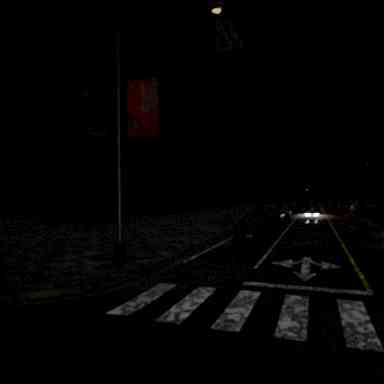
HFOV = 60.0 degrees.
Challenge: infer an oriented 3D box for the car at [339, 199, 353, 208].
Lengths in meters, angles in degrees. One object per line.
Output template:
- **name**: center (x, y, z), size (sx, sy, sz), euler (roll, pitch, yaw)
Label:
- **car**: center (28.431, 2.154, 61.323), size (1.967, 1.590, 4.097), euler (-1, -1, 20)

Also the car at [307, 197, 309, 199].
- **car**: center (27.933, 2.522, 84.644), size (1.967, 1.590, 4.097), euler (-1, -1, 20)

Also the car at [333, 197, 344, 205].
- **car**: center (35.926, 2.286, 81.688), size (2.192, 1.841, 5.009), euler (-1, -1, 20)

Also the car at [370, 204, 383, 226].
- **car**: center (15.315, 1.863, 25.685), size (1.802, 1.307, 4.206), euler (-1, -1, 20)

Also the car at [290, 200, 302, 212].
- **car**: center (14.814, 2.218, 49.001), size (1.802, 1.307, 4.206), euler (-1, -1, 20)

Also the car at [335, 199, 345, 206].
- **car**: center (34.113, 2.434, 76.753), size (1.752, 1.417, 4.829), euler (-1, -1, 20)

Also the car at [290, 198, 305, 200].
- **car**: center (16.685, 2.013, 54.096), size (2.192, 1.841, 5.009), euler (-1, -1, 20)

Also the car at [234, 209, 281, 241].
- **car**: center (3.568, 1.839, 18.451), size (1.947, 1.339, 4.313), euler (-1, -1, 20)

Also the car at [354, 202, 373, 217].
- **car**: center (19.062, 1.946, 35.868), size (1.887, 1.381, 4.507), euler (-1, -1, 20)

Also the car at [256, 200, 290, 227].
- **car**: center (5.439, 1.648, 23.546), size (2.192, 1.841, 5.009), euler (-1, -1, 20)

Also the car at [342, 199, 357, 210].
- **car**: center (26.557, 2.090, 56.232), size (1.967, 1.590, 4.097), euler (-1, -1, 20)

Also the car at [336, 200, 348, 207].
- **car**: center (32.180, 2.393, 71.502), size (2.008, 1.369, 4.403), euler (-1, -1, 20)

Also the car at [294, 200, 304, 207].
- **car**: center (22.311, 2.434, 69.367), size (1.887, 1.381, 4.507), euler (-1, -1, 20)

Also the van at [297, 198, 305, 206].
- **van**: center (26.057, 2.359, 79.554), size (1.690, 1.788, 3.998), euler (-1, -1, 20)

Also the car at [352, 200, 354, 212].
- **car**: center (22.869, 2.052, 46.209), size (1.752, 1.417, 4.829), euler (-1, -1, 20)

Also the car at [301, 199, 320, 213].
- **car**: center (16.647, 2.066, 45.980), size (2.128, 1.511, 4.902), euler (-1, -1, 20)

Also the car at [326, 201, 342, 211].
- **car**: center (21.618, 2.171, 50.796), size (1.994, 1.385, 4.181), euler (-1, -1, 20)

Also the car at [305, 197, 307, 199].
- **car**: center (20.434, 2.140, 64.280), size (2.192, 1.841, 5.009), euler (-1, -1, 20)

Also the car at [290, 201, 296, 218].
- **car**: center (9.132, 1.976, 33.567), size (1.752, 1.417, 4.829), euler (-1, -1, 20)

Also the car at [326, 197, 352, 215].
- **car**: center (18.210, 1.845, 41.480), size (2.097, 1.767, 4.553), euler (-1, -1, 21)

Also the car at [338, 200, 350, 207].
- **car**: center (30.305, 2.322, 66.412), size (1.887, 1.381, 4.507), euler (-1, -1, 20)
